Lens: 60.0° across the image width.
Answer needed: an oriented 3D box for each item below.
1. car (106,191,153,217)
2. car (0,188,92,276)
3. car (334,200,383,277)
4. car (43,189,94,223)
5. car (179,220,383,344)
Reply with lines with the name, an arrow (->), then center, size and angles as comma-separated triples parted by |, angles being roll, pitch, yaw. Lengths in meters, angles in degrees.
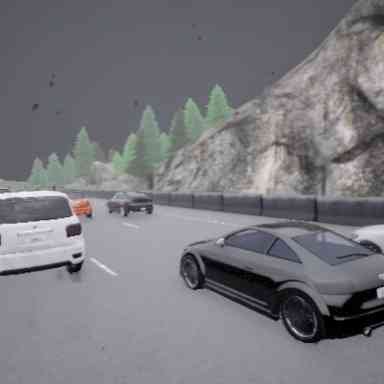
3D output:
car -> -4.183, 0.718, 21.719 | 1.837, 1.490, 4.892 | -4, 3, -32
car -> -4.538, 0.995, 9.011 | 2.150, 2.045, 5.566 | -4, 3, -31
car -> 5.361, 1.014, 6.329 | 1.812, 1.442, 4.674 | -4, 3, -32
car -> -7.962, 0.742, 21.167 | 2.097, 1.767, 4.553 | -4, 3, -32
car -> 1.443, 1.224, 6.019 | 1.994, 1.385, 4.181 | -4, 3, -32
